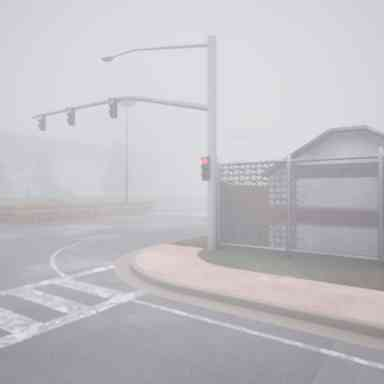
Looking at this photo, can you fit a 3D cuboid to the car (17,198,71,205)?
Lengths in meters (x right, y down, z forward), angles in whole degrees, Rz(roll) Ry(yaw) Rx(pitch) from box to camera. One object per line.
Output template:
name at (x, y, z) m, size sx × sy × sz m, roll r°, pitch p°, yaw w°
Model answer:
car at (-15.081, 1.474, 34.791) m, size 1.882 × 1.535 × 5.008 m, roll 0°, pitch 0°, yaw 34°

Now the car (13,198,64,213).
car at (-17.298, 1.474, 37.770) m, size 1.882 × 1.535 × 5.008 m, roll 0°, pitch 0°, yaw 34°
